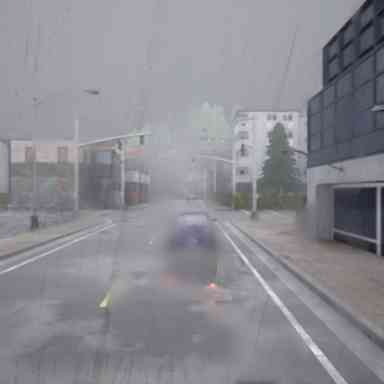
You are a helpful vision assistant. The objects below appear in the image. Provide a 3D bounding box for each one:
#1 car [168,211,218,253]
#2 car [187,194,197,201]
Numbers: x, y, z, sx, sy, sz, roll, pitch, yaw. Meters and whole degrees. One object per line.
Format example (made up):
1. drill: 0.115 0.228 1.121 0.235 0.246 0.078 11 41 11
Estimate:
1. car: 0.052 1.497 13.454 1.812 1.442 4.674 0 0 1
2. car: 0.017 1.239 73.261 1.812 1.442 4.674 0 0 0
